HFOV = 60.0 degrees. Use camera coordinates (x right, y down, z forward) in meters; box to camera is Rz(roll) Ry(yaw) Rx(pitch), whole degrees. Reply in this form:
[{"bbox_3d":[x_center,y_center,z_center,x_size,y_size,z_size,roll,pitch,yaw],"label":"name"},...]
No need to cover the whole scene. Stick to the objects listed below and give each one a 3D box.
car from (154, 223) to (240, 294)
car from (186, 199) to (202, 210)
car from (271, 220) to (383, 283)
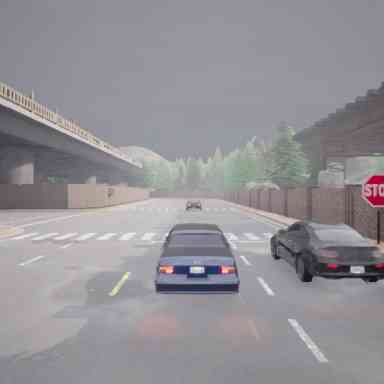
[{"bbox_3d":[0.099,1.547,8.908,2.033,1.411,5.357,0,0,0],"label":"car"},{"bbox_3d":[0.214,1.601,42.365,1.895,1.301,4.718,0,0,0],"label":"car"},{"bbox_3d":[3.600,1.526,9.548,1.812,1.442,4.674,0,0,0],"label":"car"}]
